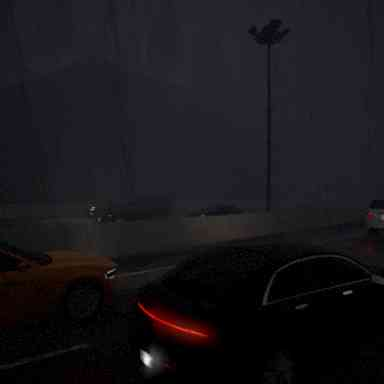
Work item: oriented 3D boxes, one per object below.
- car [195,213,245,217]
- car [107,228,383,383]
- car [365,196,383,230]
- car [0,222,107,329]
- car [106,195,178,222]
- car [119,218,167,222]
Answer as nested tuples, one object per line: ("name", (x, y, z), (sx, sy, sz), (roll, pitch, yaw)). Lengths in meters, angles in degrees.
("car", (1.789, 1.566, 23.250), (4.674, 1.442, 1.812), (0, 0, -40))
("car", (1.456, 1.514, 4.975), (4.892, 1.490, 1.837), (0, 0, -37))
("car", (11.019, 1.250, 17.324), (5.566, 2.045, 2.150), (0, 0, -42))
("car", (-3.704, 1.488, 5.510), (5.008, 1.535, 1.882), (0, 0, -35))
("car", (-4.064, 1.273, 27.506), (5.566, 2.045, 2.150), (1, 0, -39))
("car", (-4.074, 1.533, 23.023), (4.902, 1.511, 2.128), (0, 0, -39))
